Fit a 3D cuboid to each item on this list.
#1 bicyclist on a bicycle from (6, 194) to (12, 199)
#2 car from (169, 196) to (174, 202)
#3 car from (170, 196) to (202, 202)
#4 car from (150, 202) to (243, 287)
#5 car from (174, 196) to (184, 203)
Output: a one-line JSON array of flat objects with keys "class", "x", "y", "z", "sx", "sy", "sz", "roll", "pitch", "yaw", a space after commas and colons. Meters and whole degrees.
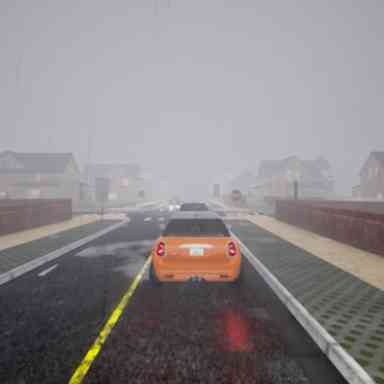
[{"class": "bicyclist on a bicycle", "x": -20.152, "y": 1.085, "z": 36.600, "sx": 0.582, "sy": 1.620, "sz": 1.656, "roll": 0, "pitch": 1, "yaw": 0}, {"class": "car", "x": -2.807, "y": 1.398, "z": 55.608, "sx": 2.128, "sy": 1.511, "sz": 4.902, "roll": 0, "pitch": 0, "yaw": 1}, {"class": "car", "x": 0.100, "y": 1.289, "z": 18.734, "sx": 2.097, "sy": 1.767, "sz": 4.553, "roll": 0, "pitch": 0, "yaw": 0}, {"class": "car", "x": 0.100, "y": 1.320, "z": 9.390, "sx": 2.097, "sy": 1.767, "sz": 4.553, "roll": 0, "pitch": 0, "yaw": 0}, {"class": "car", "x": -2.748, "y": 1.530, "z": 70.653, "sx": 1.895, "sy": 1.301, "sz": 4.718, "roll": 0, "pitch": 0, "yaw": 0}]
